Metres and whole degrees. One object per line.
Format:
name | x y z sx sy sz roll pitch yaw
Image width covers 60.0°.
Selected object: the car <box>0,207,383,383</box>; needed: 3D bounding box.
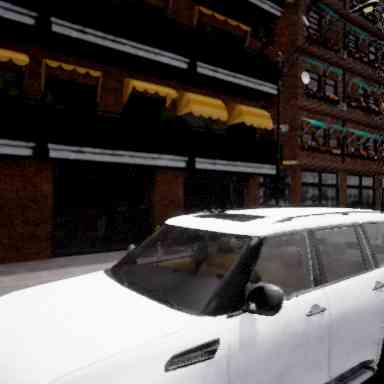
car | 0.555 1.235 3.775 5.566 2.045 2.150 0 0 -36
